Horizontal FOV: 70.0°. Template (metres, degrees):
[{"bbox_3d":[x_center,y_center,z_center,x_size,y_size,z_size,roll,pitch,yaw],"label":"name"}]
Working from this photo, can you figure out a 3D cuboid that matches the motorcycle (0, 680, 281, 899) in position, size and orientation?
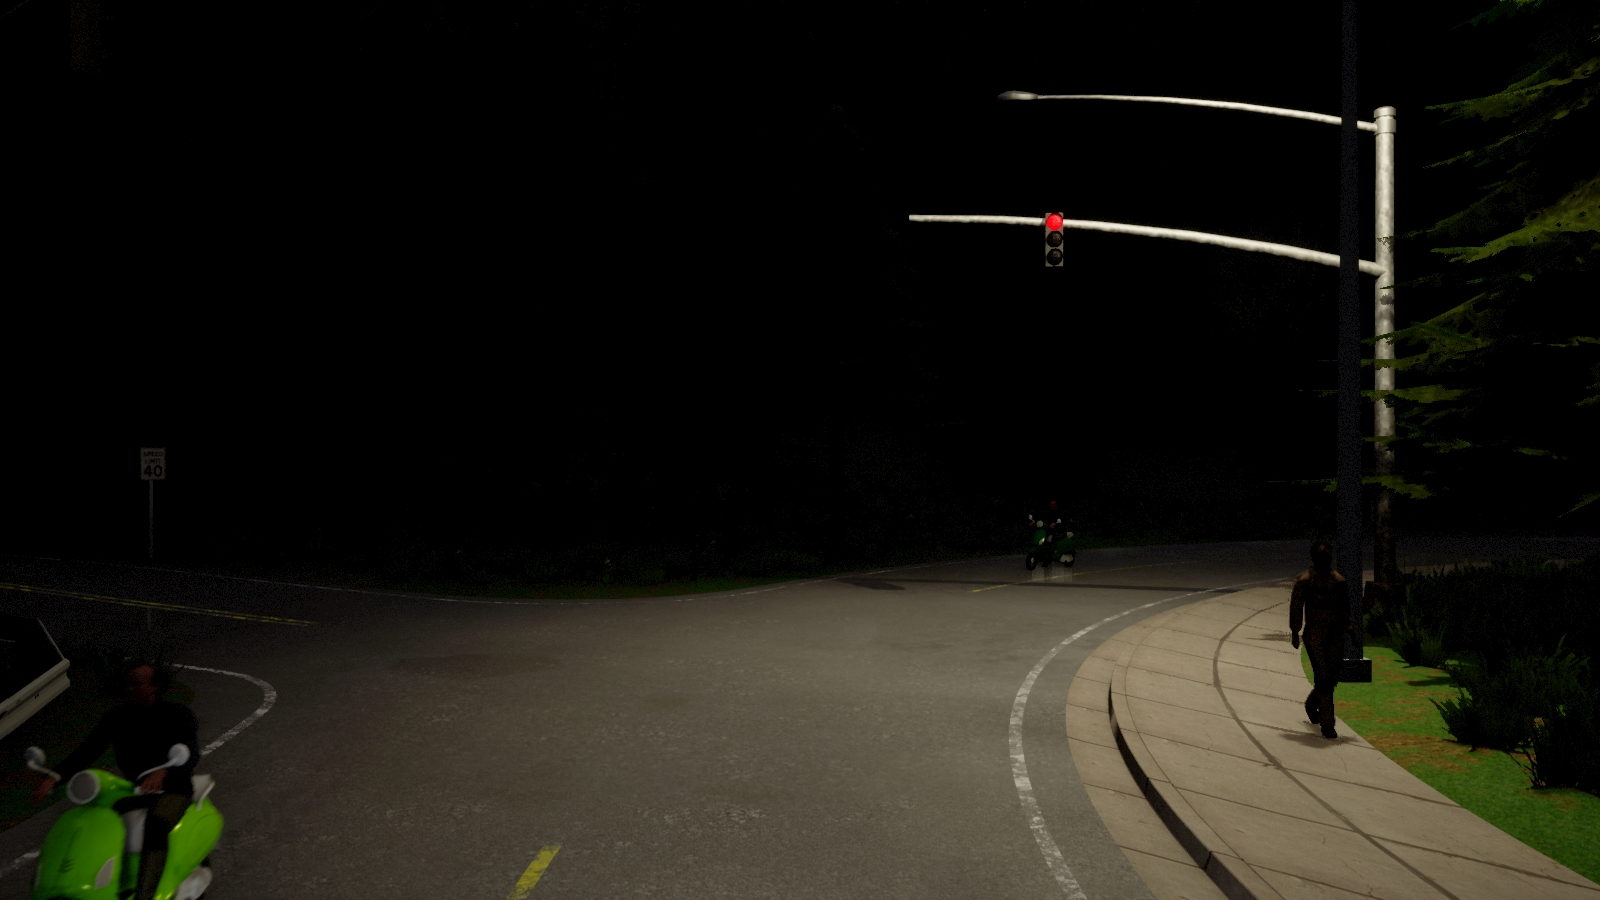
[{"bbox_3d":[-3.682,2.115,6.313,0.856,1.316,1.805,0,0,-2],"label":"motorcycle"}]

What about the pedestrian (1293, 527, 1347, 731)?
[{"bbox_3d":[4.905,1.671,10.786,0.375,1.860,0.375,0,0,8],"label":"pedestrian"}]

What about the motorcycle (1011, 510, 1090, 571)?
[{"bbox_3d":[5.937,2.115,27.011,1.805,1.316,0.856,0,0,-37],"label":"motorcycle"}]
